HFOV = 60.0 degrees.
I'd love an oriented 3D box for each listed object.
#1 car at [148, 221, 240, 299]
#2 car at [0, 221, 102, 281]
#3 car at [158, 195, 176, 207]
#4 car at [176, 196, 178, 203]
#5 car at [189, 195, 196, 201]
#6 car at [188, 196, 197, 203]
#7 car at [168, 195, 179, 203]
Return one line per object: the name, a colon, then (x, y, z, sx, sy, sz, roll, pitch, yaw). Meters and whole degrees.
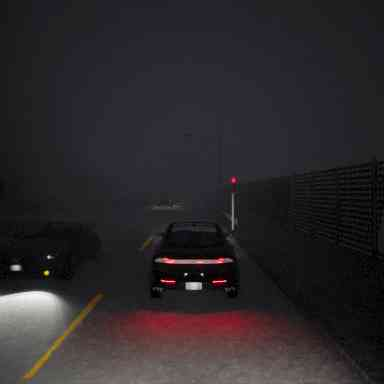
car: (0.057, 1.492, 8.462, 2.128, 1.511, 4.902, 0, 0, 1)
car: (-4.072, 1.564, 9.691, 1.994, 1.385, 4.181, 0, 0, 0)
car: (-4.040, 1.352, 51.301, 2.097, 1.767, 4.553, 0, 0, 0)
car: (-4.002, 1.601, 60.668, 1.895, 1.301, 4.718, 0, 0, 0)
car: (0.090, 1.595, 88.085, 1.895, 1.301, 4.718, 0, 0, 0)
car: (0.093, 1.596, 71.272, 1.895, 1.301, 4.718, 0, 0, 0)
car: (-3.923, 1.478, 71.103, 1.882, 1.535, 5.008, 0, 0, 0)
